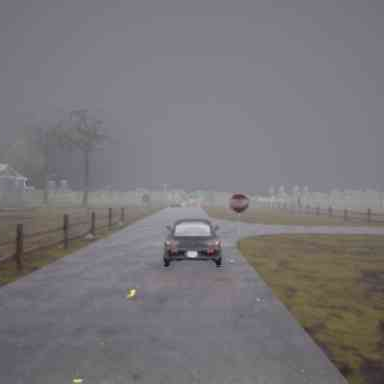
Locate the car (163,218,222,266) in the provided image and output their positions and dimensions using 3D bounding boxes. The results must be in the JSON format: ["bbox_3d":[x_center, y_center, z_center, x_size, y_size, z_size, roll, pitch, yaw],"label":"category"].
[{"bbox_3d":[0.031,1.634,11.818,1.812,1.442,4.674,0,-1,0],"label":"car"}]

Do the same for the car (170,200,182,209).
[{"bbox_3d":[-2.815,2.208,59.660,2.033,1.411,5.357,0,-1,1],"label":"car"}]

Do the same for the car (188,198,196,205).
[{"bbox_3d":[-0.036,2.295,80.399,1.882,1.535,5.008,0,-1,0],"label":"car"}]

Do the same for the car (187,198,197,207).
[{"bbox_3d":[-0.032,2.157,70.432,2.097,1.767,4.553,0,-1,0],"label":"car"}]
